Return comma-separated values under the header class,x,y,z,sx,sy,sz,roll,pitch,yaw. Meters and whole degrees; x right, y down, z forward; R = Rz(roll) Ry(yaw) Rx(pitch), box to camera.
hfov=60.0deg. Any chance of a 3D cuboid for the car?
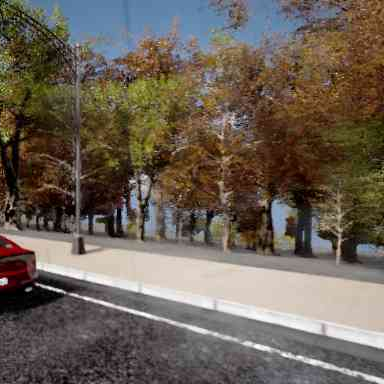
class,x,y,z,sx,sy,sz,roll,pitch,yaw
car,-5.584,1.556,7.654,5.008,1.535,1.882,-1,0,35
